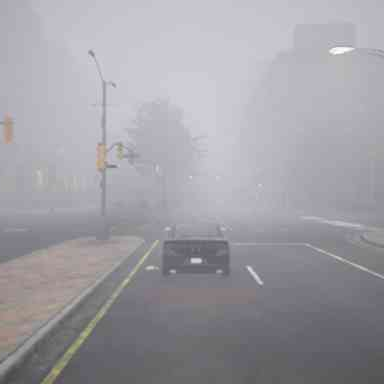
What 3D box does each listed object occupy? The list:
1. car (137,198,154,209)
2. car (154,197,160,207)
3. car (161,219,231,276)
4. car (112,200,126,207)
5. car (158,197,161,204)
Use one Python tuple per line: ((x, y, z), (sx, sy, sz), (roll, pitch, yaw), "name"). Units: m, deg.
((-7.941, 2.103, 55.261), (1.837, 1.490, 4.892), (0, -1, 0), "car")
((-7.870, 2.224, 64.520), (1.812, 1.442, 4.674), (0, -1, 1), "car")
((0.112, 1.596, 10.777), (1.882, 1.535, 5.008), (0, -1, 0), "car")
((-14.580, 2.315, 66.621), (1.895, 1.301, 4.718), (0, -1, 0), "car")
((-7.808, 2.040, 75.274), (2.150, 2.045, 5.566), (0, -1, 0), "car")
